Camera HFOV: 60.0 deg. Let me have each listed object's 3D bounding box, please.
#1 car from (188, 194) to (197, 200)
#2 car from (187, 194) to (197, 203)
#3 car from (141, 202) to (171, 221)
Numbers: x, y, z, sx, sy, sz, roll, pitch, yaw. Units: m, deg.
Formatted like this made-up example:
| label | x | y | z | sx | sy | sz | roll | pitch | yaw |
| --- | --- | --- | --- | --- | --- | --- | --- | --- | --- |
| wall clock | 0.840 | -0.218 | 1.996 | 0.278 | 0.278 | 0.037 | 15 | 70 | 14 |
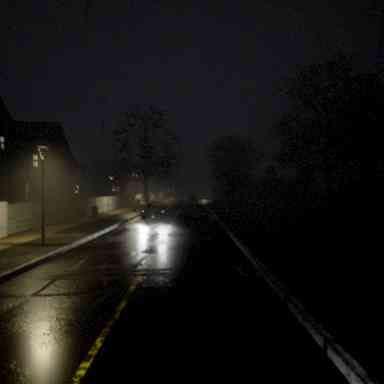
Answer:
| label | x | y | z | sx | sy | sz | roll | pitch | yaw |
| --- | --- | --- | --- | --- | --- | --- | --- | --- | --- |
| car | 0.027 | 1.130 | 72.639 | 1.895 | 1.301 | 4.718 | 0 | 0 | 0 |
| car | 0.024 | 1.241 | 62.182 | 2.033 | 1.411 | 5.357 | 0 | 0 | 0 |
| car | -2.777 | 1.470 | 26.110 | 1.895 | 1.301 | 4.718 | 0 | 0 | 1 |
